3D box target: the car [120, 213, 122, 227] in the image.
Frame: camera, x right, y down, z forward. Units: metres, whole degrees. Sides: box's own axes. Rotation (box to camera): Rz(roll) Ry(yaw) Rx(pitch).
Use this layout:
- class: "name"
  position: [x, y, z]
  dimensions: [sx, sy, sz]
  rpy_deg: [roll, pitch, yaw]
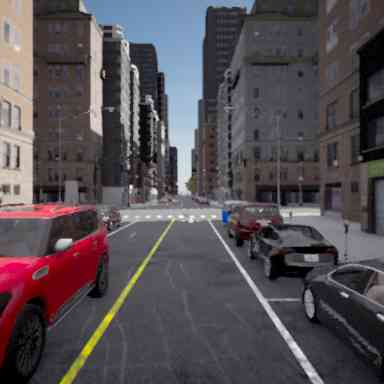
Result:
- class: "car"
  position: [-5.728, 1.569, 21.013]
  dimensions: [1.967, 1.590, 4.097]
  rpy_deg: [0, 0, 0]

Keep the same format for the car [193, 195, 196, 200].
- class: "car"
  position: [1.798, 2.100, 87.542]
  dimensions: [1.802, 1.307, 4.206]
  rpy_deg: [0, 0, -1]

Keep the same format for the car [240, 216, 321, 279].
- class: "car"
  position: [2.834, 1.612, 9.999]
  dimensions: [1.947, 1.339, 4.313]
  rpy_deg: [0, 0, 0]

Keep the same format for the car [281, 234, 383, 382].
- class: "car"
  position: [2.852, 1.568, 4.475]
  dimensions: [2.008, 1.369, 4.403]
  rpy_deg: [0, 0, 0]

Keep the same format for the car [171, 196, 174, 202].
- class: "car"
  position: [-6.869, 1.904, 92.994]
  dimensions: [2.192, 1.841, 5.009]
  rpy_deg: [0, 0, -1]

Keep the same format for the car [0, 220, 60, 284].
- class: "car"
  position: [-5.691, 1.652, 9.963]
  dimensions: [1.802, 1.307, 4.206]
  rpy_deg: [0, 0, 0]

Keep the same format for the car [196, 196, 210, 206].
- class: "car"
  position: [2.368, 1.806, 64.935]
  dimensions: [1.967, 1.590, 4.097]
  rpy_deg: [0, 0, -1]

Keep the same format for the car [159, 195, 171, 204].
- class: "car"
  position: [-6.439, 1.902, 76.034]
  dimensions: [1.967, 1.590, 4.097]
  rpy_deg: [0, 0, -1]

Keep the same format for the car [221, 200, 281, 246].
- class: "car"
  position: [2.816, 1.391, 15.524]
  dimensions: [2.192, 1.841, 5.009]
  rpy_deg: [0, 0, 0]

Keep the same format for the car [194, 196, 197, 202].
- class: "car"
  position: [2.084, 2.021, 76.240]
  dimensions: [1.802, 1.307, 4.206]
  rpy_deg: [0, 0, -1]

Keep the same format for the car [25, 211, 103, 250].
- class: "car"
  position: [-5.710, 1.665, 15.488]
  dimensions: [1.947, 1.339, 4.313]
  rpy_deg: [0, 0, 0]

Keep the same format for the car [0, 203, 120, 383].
- class: "car"
  position: [-3.008, 1.262, 5.782]
  dimensions: [2.150, 2.045, 5.566]
  rpy_deg: [0, 0, 0]

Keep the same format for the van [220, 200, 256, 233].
- class: "van"
  position: [2.798, 1.446, 21.047]
  dimensions: [1.690, 1.788, 3.998]
  rpy_deg: [0, 0, 0]
